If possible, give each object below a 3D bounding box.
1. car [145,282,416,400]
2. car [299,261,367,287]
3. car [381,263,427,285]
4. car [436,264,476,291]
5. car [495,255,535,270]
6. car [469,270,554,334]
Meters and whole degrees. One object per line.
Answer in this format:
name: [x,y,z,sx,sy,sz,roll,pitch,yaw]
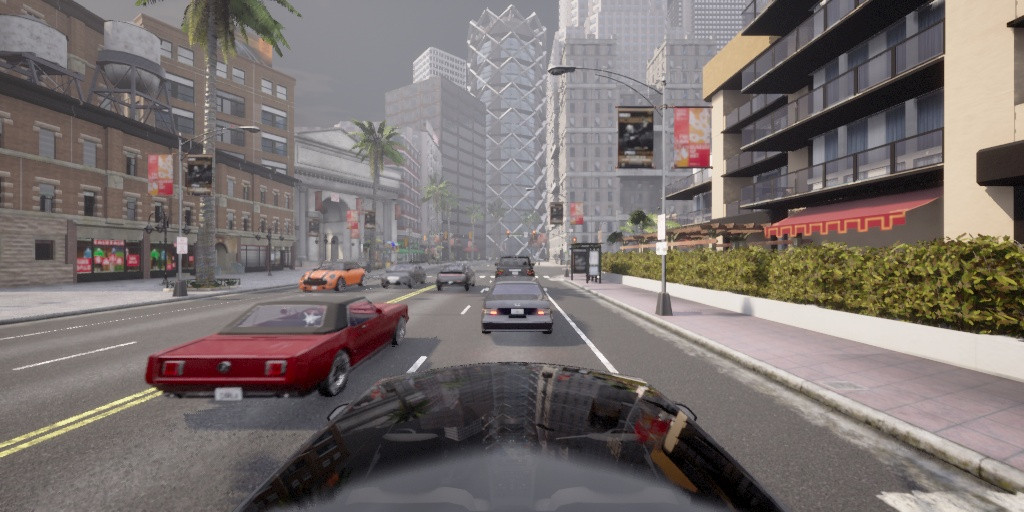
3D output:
car: [-3.368,1.351,6.482,1.895,1.301,4.718,0,0,0]
car: [-10.482,1.101,21.297,2.097,1.767,4.553,0,0,1]
car: [-6.955,1.242,23.445,2.128,1.511,4.902,0,0,1]
car: [-3.326,1.241,21.905,2.128,1.511,4.902,0,0,0]
car: [0.166,0.971,20.830,2.150,2.045,5.566,0,0,0]
car: [0.129,1.297,10.579,2.033,1.411,5.357,0,0,0]
